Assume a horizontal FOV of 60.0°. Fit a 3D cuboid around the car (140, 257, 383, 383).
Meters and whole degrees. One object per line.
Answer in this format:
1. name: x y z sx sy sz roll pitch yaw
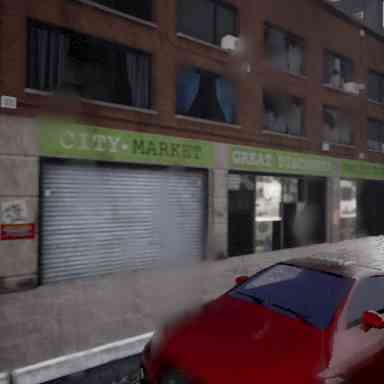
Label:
1. car: 1.505 1.574 4.021 4.181 1.385 1.994 0 0 -36
